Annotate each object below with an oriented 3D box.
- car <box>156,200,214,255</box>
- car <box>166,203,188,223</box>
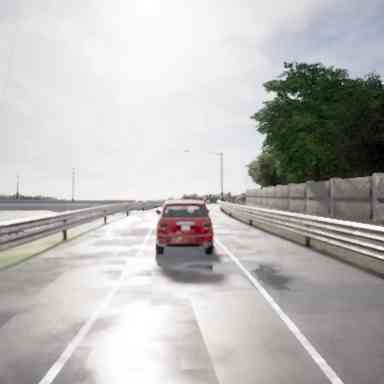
[{"bbox_3d":[-0.369,1.351,14.159,2.150,2.045,5.566,0,0,-3],"label":"car"},{"bbox_3d":[-1.257,1.799,29.456,1.812,1.442,4.674,0,0,-2],"label":"car"}]
